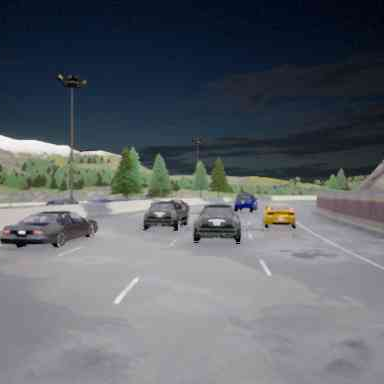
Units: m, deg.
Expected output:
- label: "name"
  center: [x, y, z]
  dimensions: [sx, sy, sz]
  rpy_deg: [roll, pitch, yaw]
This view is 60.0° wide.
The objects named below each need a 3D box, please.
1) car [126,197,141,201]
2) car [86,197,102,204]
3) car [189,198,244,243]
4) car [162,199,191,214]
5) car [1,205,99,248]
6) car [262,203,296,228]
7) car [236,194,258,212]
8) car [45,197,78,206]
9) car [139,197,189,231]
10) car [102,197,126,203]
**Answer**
- label: "car"
  center: [-7.795, 1.490, 52.380]
  dimensions: [1.882, 1.535, 5.008]
  rpy_deg: [0, 0, 21]
- label: "car"
  center: [-14.929, 1.517, 53.198]
  dimensions: [1.812, 1.442, 4.674]
  rpy_deg: [0, 0, 20]
- label: "car"
  center: [1.315, 1.367, 16.290]
  dimensions: [2.097, 1.767, 4.553]
  rpy_deg: [0, 0, 7]
- label: "car"
  center: [-1.640, 1.546, 36.819]
  dimensions: [1.812, 1.442, 4.674]
  rpy_deg: [0, 0, 15]
- label: "car"
  center: [-5.966, 1.540, 14.721]
  dimensions: [2.033, 1.411, 5.357]
  rpy_deg: [0, 0, 7]
- label: "car"
  center: [5.839, 1.511, 22.591]
  dimensions: [1.882, 1.535, 5.008]
  rpy_deg: [0, 0, 10]
- label: "car"
  center: [6.500, 1.268, 39.759]
  dimensions: [2.150, 2.045, 5.566]
  rpy_deg: [0, 0, 18]
- label: "car"
  center: [-19.639, 1.523, 50.484]
  dimensions: [2.033, 1.411, 5.357]
  rpy_deg: [0, 0, 19]
- label: "car"
  center: [-1.521, 1.362, 21.040]
  dimensions: [2.097, 1.767, 4.553]
  rpy_deg: [0, 0, 9]
- label: "car"
  center: [-11.396, 1.549, 52.816]
  dimensions: [2.033, 1.411, 5.357]
  rpy_deg: [0, 0, 20]
